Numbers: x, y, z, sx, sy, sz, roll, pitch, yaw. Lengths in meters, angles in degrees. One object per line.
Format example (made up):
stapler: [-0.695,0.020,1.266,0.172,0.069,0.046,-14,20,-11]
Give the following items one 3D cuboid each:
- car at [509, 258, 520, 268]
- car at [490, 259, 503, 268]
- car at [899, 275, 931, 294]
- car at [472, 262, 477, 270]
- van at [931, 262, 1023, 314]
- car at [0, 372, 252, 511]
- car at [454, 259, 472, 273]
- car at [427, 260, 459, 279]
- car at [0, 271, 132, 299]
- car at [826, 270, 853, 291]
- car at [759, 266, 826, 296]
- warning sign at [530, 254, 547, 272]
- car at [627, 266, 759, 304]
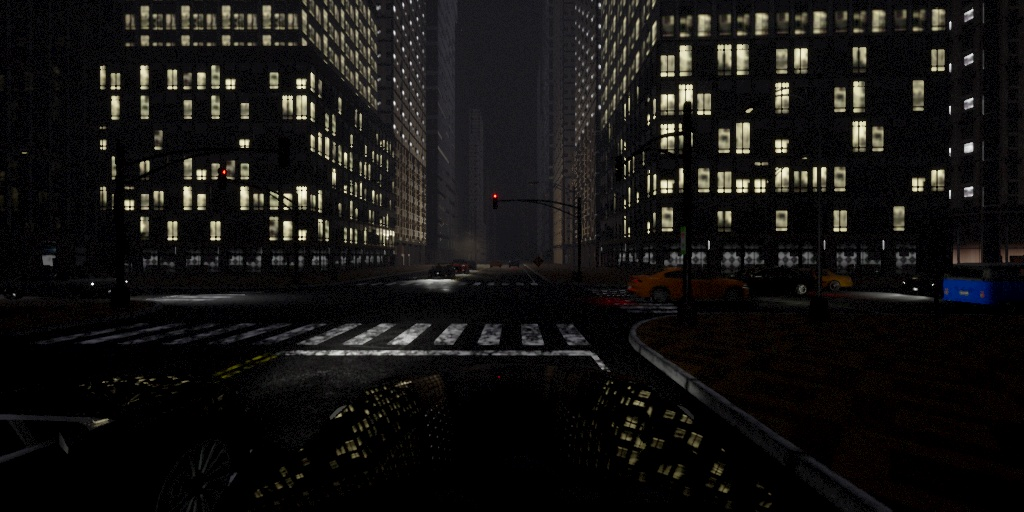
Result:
car: [0.373,1.357,64.788,2.128,1.511,4.902,0,0,1]
car: [-2.878,1.341,64.071,1.882,1.535,5.008,0,0,0]
car: [23.459,1.323,18.380,5.357,1.411,2.033,0,0,2]
car: [-6.368,1.376,53.785,2.033,1.411,5.357,0,0,0]
van: [18.406,1.119,13.057,3.998,1.789,1.690,0,0,2]
car: [-3.155,1.241,1.093,2.128,1.511,4.902,0,0,0]
car: [-6.419,1.152,43.288,2.097,1.767,4.553,0,0,0]
car: [-6.462,1.344,33.291,1.994,1.385,4.181,0,0,0]
car: [-21.312,1.359,17.113,4.718,1.301,1.895,0,0,0]
car: [17.171,1.294,21.235,4.829,1.417,1.751,0,0,2]
car: [13.059,1.273,18.801,4.892,1.490,1.837,0,0,2]
warning sign: [3.022,0.911,41.284,1.300,1.860,1.060,0,0,0]
car: [7.774,1.246,16.074,5.008,1.535,1.882,0,0,2]
